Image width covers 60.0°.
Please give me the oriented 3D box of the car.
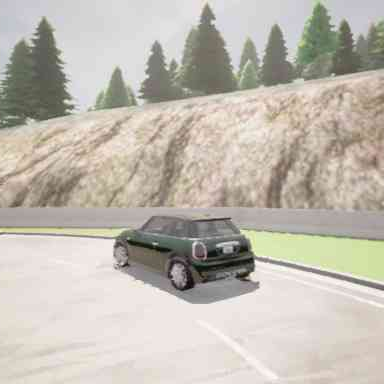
[{"bbox_3d":[-0.456,1.360,9.379,2.097,1.767,4.553,0,0,-37],"label":"car"}]
